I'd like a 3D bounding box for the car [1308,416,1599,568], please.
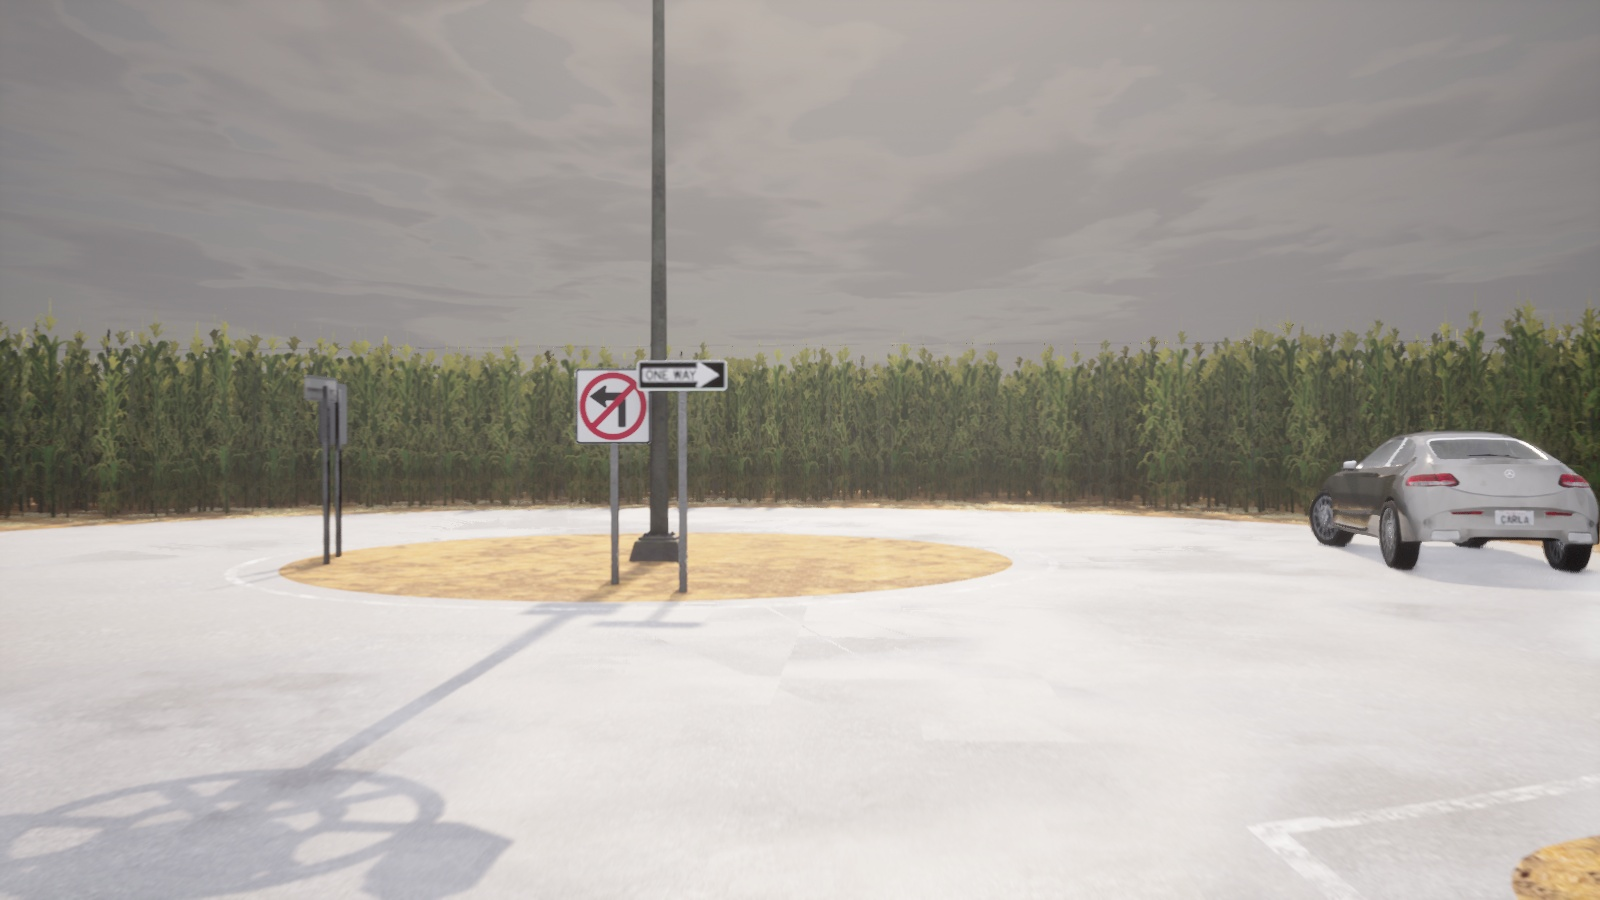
[{"bbox_3d":[8.277,0.441,16.232,2.152,1.651,5.027,0,0,10],"label":"car"}]
